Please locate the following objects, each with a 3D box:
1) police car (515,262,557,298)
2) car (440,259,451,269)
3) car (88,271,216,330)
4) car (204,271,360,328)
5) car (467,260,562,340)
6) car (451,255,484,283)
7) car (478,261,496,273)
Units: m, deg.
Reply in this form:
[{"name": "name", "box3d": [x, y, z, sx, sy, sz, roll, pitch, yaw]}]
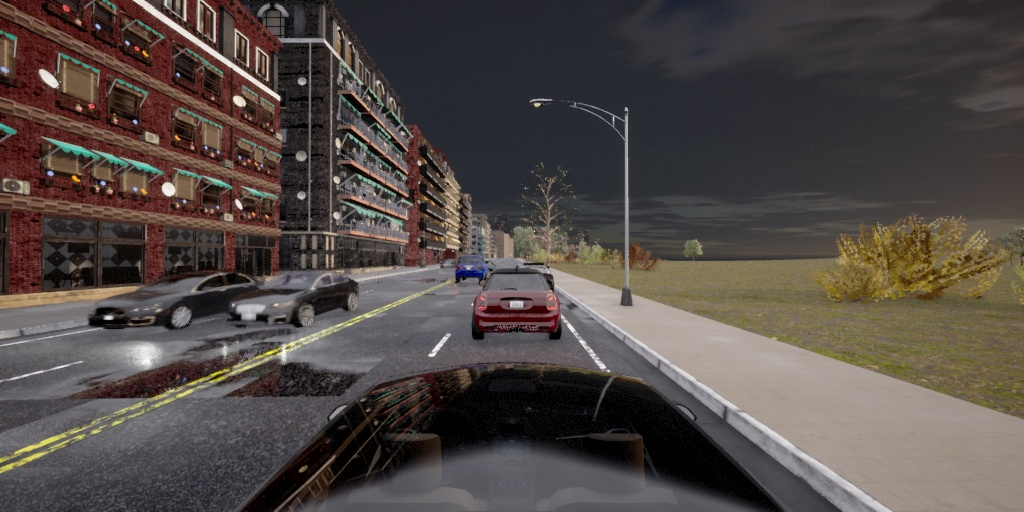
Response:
[{"name": "police car", "box3d": [1.173, 1.177, 19.656, 1.930, 1.638, 5.238, 0, 0, 0]}, {"name": "car", "box3d": [-9.731, 1.242, 54.777, 2.128, 1.511, 4.902, 0, 0, 0]}, {"name": "car", "box3d": [-9.834, 1.256, 11.170, 1.837, 1.490, 4.892, 0, 0, 0]}, {"name": "car", "box3d": [-6.581, 1.243, 11.416, 2.128, 1.511, 4.902, 0, 0, 0]}, {"name": "car", "box3d": [0.112, 1.103, 10.161, 2.097, 1.767, 4.553, 0, 0, 0]}, {"name": "car", "box3d": [-3.096, 0.976, 28.295, 2.150, 2.045, 5.566, 0, 0, 0]}, {"name": "car", "box3d": [-3.053, 1.315, 45.020, 1.994, 1.385, 4.181, 0, 0, 0]}]
